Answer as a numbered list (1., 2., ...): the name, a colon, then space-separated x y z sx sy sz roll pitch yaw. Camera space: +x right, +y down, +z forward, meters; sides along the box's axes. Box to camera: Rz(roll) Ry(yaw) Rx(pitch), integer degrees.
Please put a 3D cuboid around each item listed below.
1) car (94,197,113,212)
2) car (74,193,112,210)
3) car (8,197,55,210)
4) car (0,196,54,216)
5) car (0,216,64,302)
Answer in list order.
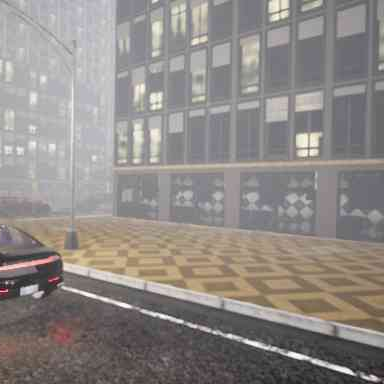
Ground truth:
1. car: -8.859 1.627 39.825 1.752 1.417 4.829 1 0 36
2. car: -12.918 1.200 44.045 2.150 2.045 5.566 2 1 36
3. car: -19.153 1.383 39.990 1.752 1.417 4.829 1 0 36
4. car: -15.657 1.315 30.614 2.192 1.841 5.009 1 0 36
5. car: -4.724 1.435 7.046 4.902 1.511 2.128 0 0 36
